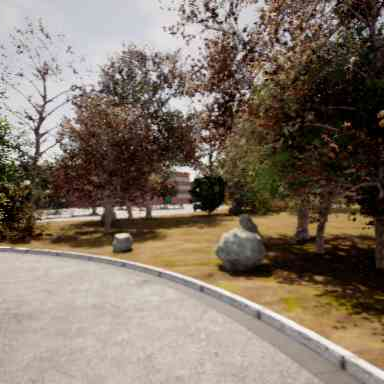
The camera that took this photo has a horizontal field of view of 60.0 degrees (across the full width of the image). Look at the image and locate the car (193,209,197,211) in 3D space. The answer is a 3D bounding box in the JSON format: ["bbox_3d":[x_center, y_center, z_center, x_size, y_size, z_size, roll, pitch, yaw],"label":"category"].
[{"bbox_3d":[1.711,2.275,52.951,2.128,1.511,4.902,-2,-1,24],"label":"car"}]
